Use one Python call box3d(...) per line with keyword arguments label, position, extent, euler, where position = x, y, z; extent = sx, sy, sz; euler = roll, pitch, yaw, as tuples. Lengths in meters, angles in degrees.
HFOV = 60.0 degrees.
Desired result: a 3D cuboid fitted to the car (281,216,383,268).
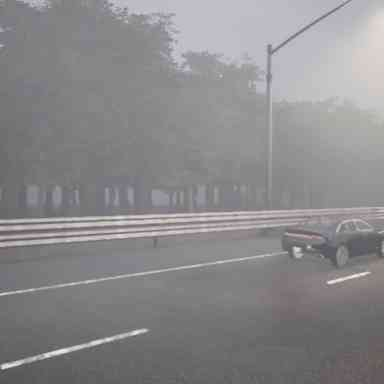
box3d(label="car", position=(5.238, 1.607, 11.784), extent=(4.902, 1.511, 2.128), euler=(1, -1, -36))
